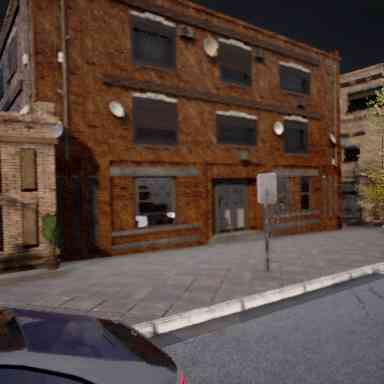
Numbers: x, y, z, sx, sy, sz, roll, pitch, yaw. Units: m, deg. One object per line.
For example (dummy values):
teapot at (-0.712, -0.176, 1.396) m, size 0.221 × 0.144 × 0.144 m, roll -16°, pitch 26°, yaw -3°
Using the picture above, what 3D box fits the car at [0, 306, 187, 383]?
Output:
car at (-2.008, 1.564, 1.948) m, size 4.181 × 1.385 × 1.994 m, roll 0°, pitch 0°, yaw -35°
